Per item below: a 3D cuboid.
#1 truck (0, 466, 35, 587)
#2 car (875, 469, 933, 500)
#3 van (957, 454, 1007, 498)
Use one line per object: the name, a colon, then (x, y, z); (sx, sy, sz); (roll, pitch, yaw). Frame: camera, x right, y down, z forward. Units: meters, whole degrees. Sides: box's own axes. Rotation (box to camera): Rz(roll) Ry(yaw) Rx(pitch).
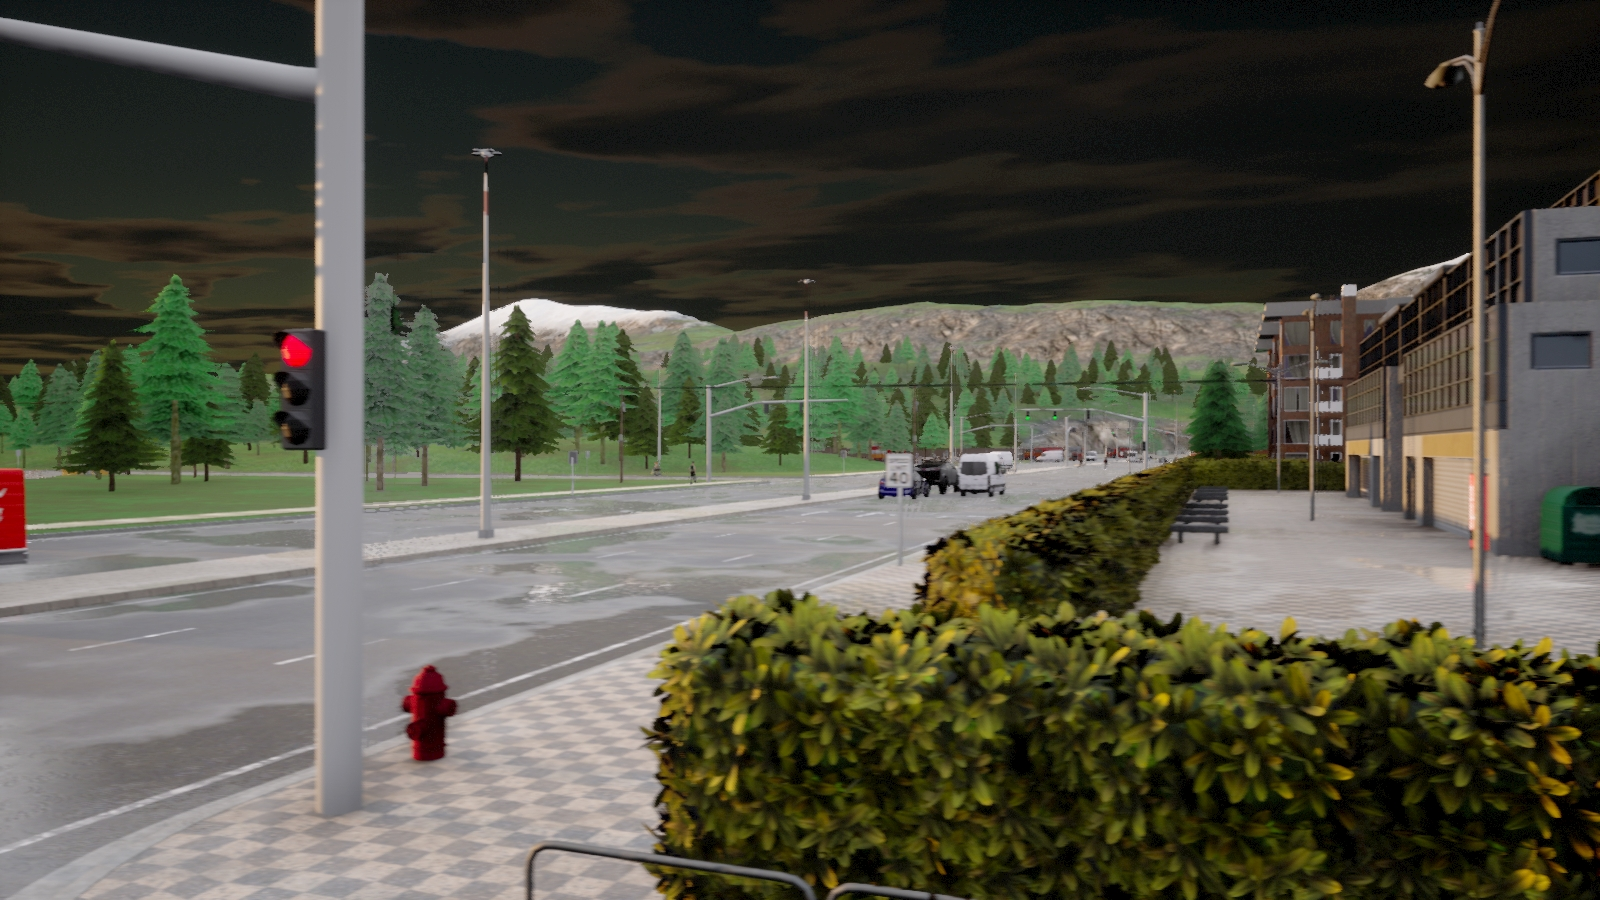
truck: (-18.308, 1.561, 22.177); (2.627, 2.467, 5.204); (0, -1, 19)
car: (6.034, 1.955, 65.924); (2.242, 1.667, 4.611); (0, 0, 20)
van: (11.182, 1.524, 69.857); (1.988, 2.561, 5.915); (0, 0, 20)
